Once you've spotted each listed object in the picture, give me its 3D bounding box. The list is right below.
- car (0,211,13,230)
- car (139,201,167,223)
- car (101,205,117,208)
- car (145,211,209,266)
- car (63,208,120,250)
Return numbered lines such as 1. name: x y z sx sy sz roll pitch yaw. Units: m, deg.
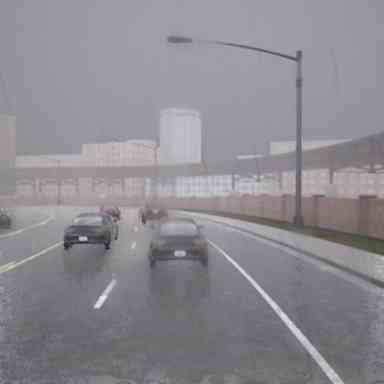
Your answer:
1. car: -12.364 1.737 19.859 1.994 1.385 4.181 0 -1 -10
2. car: -3.345 1.618 28.245 2.097 1.767 4.553 0 -1 -13
3. car: -8.143 1.928 32.565 1.895 1.301 4.718 0 -1 -17
4. car: -0.526 1.593 11.655 1.812 1.442 4.674 0 -1 -5
5. car: -4.391 1.630 14.853 1.812 1.442 4.674 0 -1 -7
